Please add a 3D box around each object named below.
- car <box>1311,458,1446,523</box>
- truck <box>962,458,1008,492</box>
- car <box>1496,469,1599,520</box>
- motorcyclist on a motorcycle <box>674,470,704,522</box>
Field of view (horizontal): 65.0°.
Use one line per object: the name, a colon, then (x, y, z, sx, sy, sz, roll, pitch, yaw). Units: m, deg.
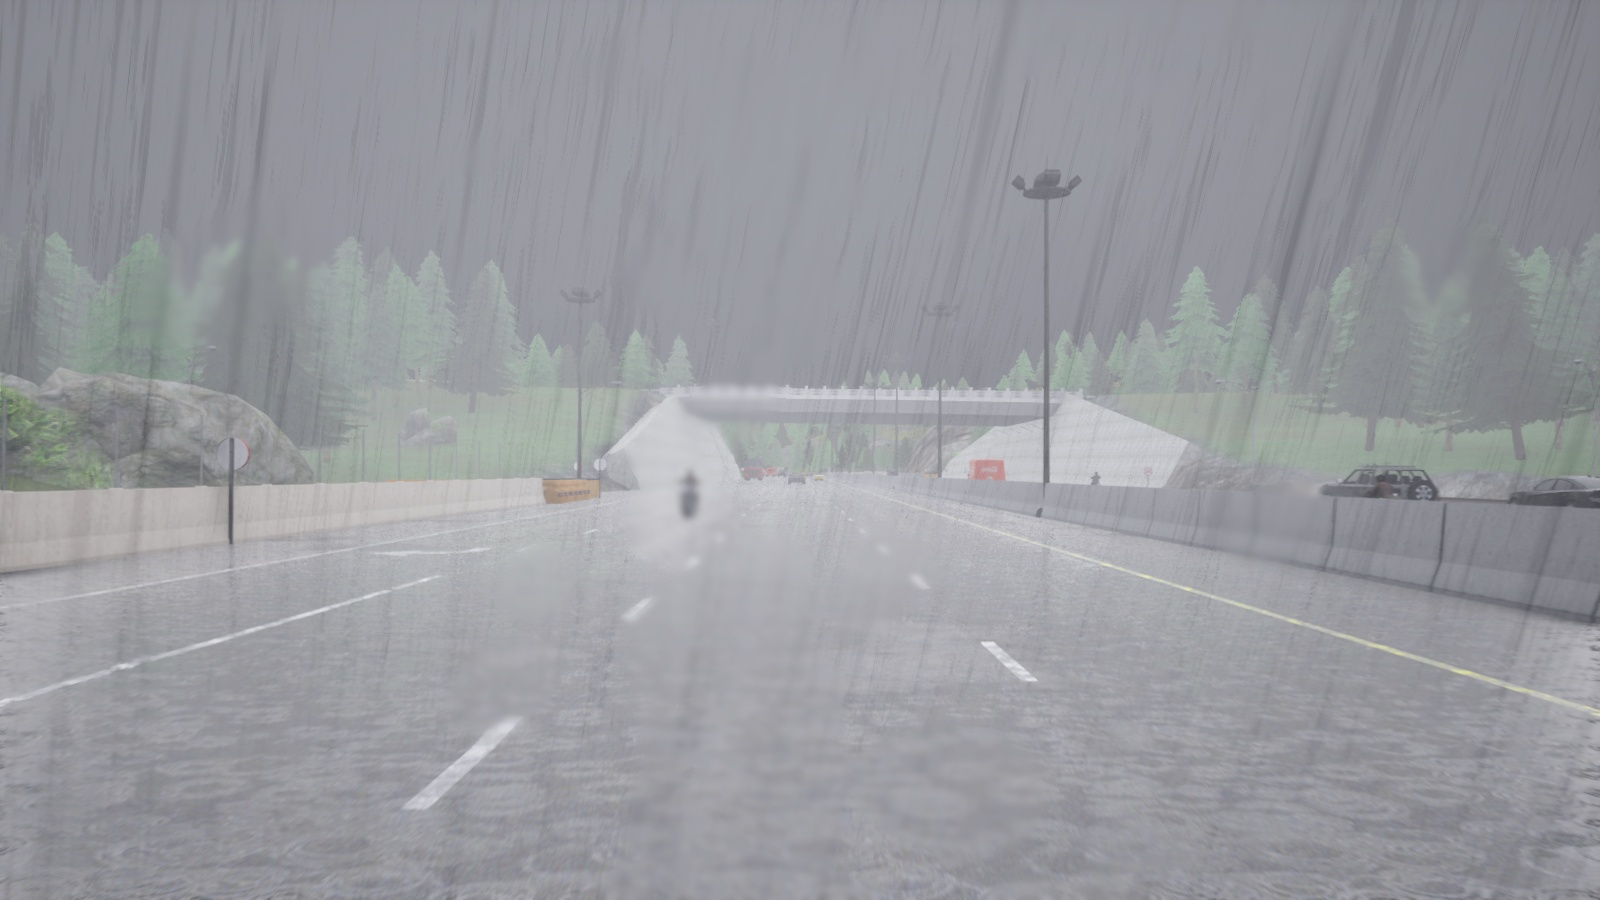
car: (17.407, 1.199, 38.059, 1.932, 1.855, 4.605, 0, -1, 0)
truck: (13.771, 1.842, 93.771, 2.627, 2.467, 5.204, 0, -1, 0)
car: (24.403, 1.361, 39.789, 1.882, 1.535, 5.008, 0, -1, 0)
motorcyclist on a motorcycle: (-3.600, 1.466, 41.018, 0.766, 1.649, 2.350, 0, -1, 0)
